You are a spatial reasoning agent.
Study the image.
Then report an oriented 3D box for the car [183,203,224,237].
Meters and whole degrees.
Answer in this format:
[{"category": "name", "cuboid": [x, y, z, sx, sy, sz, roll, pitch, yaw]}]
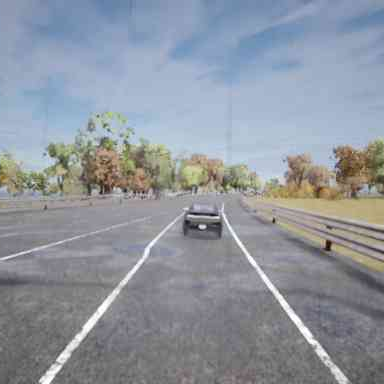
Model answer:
[{"category": "car", "cuboid": [0.575, 1.297, 17.025, 2.128, 1.511, 4.902, 4, 1, 2]}]
